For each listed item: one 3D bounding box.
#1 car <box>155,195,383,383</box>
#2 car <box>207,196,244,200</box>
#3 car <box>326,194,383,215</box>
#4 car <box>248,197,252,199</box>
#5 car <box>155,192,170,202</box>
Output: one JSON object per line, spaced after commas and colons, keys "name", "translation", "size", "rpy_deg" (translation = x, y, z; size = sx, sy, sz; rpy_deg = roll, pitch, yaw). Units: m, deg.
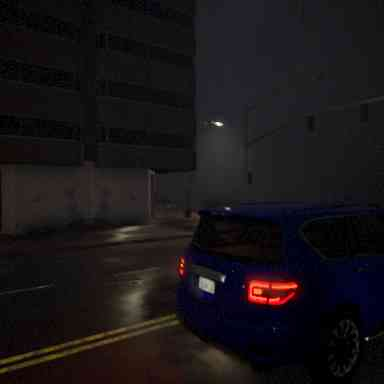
{"name": "car", "translation": [2.376, 1.181, 5.503], "size": [5.566, 2.045, 2.150], "rpy_deg": [-1, 0, -35]}
{"name": "car", "translation": [3.240, 1.297, 36.746], "size": [2.128, 1.511, 4.902], "rpy_deg": [-1, 0, -36]}
{"name": "car", "translation": [15.268, 1.103, 31.376], "size": [2.097, 1.767, 4.553], "rpy_deg": [-1, 0, -28]}
{"name": "car", "translation": [6.064, 1.268, 38.814], "size": [2.128, 1.511, 4.902], "rpy_deg": [-1, 0, -36]}
{"name": "car", "translation": [-5.935, 0.985, 55.380], "size": [2.150, 2.045, 5.566], "rpy_deg": [-1, 0, -36]}
